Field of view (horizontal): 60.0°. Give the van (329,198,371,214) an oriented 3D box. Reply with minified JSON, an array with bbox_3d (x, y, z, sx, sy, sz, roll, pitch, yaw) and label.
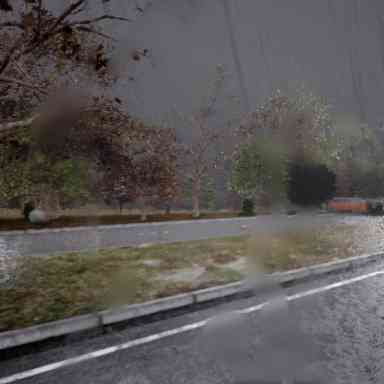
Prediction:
[{"bbox_3d":[19.859,1.733,42.656,1.878,1.987,4.442,2,-1,-35],"label":"van"}]

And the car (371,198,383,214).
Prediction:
[{"bbox_3d":[22.265,1.798,44.261,2.435,2.045,5.566,2,-1,-35],"label":"car"}]
